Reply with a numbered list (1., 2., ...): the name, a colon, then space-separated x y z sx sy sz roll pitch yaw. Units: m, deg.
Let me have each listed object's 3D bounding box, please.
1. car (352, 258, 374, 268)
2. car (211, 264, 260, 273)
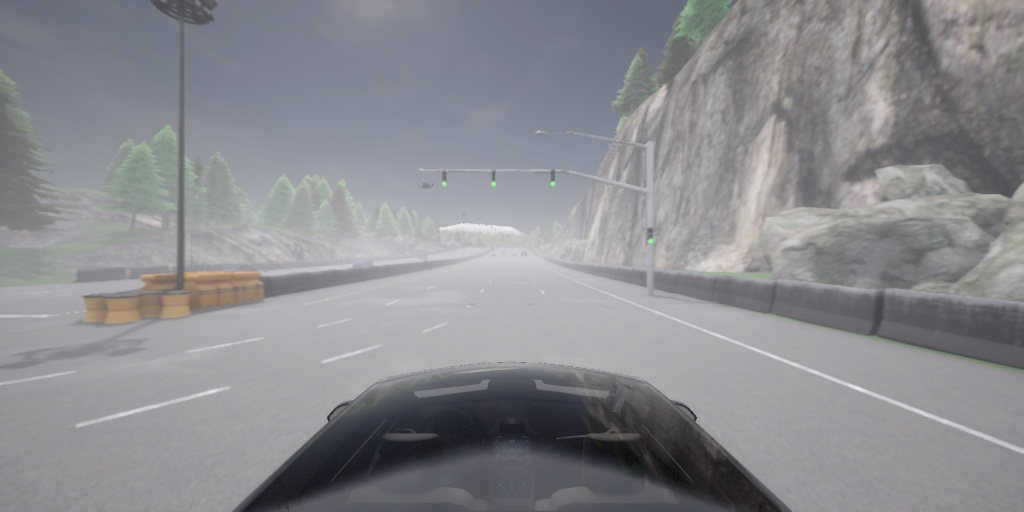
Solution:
1. car: -24.260 1.103 58.495 1.882 1.535 5.008 0 2 0
2. car: -24.461 1.406 31.723 1.994 1.385 4.181 0 1 0
